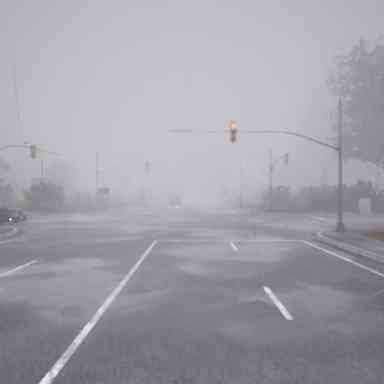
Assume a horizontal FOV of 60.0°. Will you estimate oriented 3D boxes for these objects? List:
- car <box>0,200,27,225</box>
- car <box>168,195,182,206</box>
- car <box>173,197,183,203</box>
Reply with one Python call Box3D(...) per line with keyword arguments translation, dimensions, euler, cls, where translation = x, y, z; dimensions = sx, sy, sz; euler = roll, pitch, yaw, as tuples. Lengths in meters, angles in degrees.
Box3D(translation=(-15.306, 1.451, 24.723), dimensions=(5.566, 2.045, 2.150), euler=(2, 0, 3), cls="car")
Box3D(translation=(-3.377, 1.551, 64.007), dimensions=(2.150, 2.045, 5.566), euler=(0, 0, 1), cls="car")
Box3D(translation=(-3.313, 1.943, 79.801), dimensions=(2.033, 1.411, 5.357), euler=(0, 0, 0), cls="car")
